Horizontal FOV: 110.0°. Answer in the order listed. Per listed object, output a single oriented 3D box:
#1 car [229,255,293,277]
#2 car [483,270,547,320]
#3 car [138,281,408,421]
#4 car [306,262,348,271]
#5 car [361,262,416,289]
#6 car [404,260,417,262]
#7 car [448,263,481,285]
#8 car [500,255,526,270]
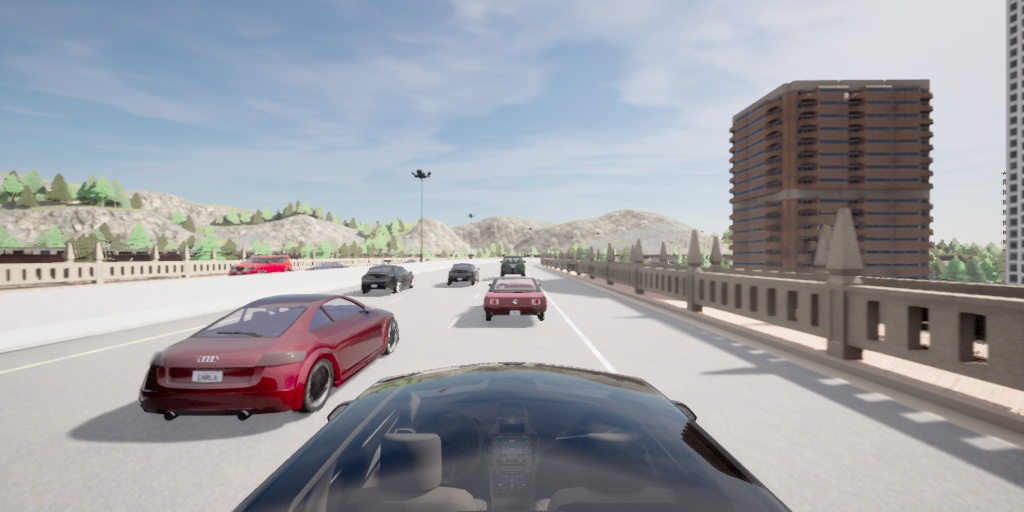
[{"bbox_3d":[-21.097,0.971,30.479,2.150,2.045,5.566,0,0,0],"label":"car"},{"bbox_3d":[0.093,1.351,12.548,1.895,1.301,4.718,0,0,0],"label":"car"},{"bbox_3d":[-3.403,1.314,6.011,1.994,1.385,4.181,0,0,0],"label":"car"},{"bbox_3d":[-17.577,1.298,34.419,2.033,1.411,5.357,0,0,0],"label":"car"},{"bbox_3d":[-6.911,1.255,20.396,1.837,1.490,4.892,0,0,0],"label":"car"},{"bbox_3d":[-14.036,1.299,49.430,2.033,1.411,5.357,0,0,0],"label":"car"},{"bbox_3d":[-3.416,1.256,25.827,1.837,1.490,4.892,0,0,0],"label":"car"},{"bbox_3d":[0.082,0.973,32.292,2.150,2.045,5.566,0,0,0],"label":"car"}]
